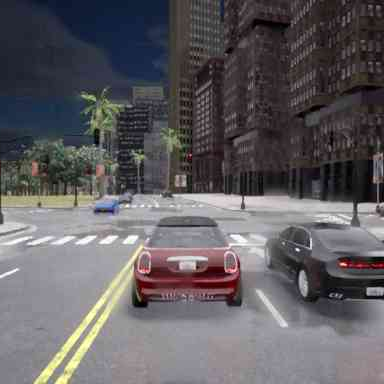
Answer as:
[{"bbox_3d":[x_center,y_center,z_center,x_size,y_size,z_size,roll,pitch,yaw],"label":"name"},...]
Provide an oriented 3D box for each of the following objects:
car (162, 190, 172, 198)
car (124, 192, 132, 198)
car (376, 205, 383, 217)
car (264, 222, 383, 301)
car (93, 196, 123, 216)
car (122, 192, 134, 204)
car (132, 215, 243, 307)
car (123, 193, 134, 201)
[{"bbox_3d":[-6.379,0.472,84.708,2.150,2.045,5.566,0,1,-13],"label":"car"},{"bbox_3d":[-16.012,0.775,83.100,1.994,1.385,4.181,0,1,-13],"label":"car"},{"bbox_3d":[17.468,1.286,26.815,4.553,1.767,2.097,0,0,13],"label":"car"},{"bbox_3d":[3.162,1.502,8.278,1.837,1.490,4.892,0,0,-1],"label":"car"},{"bbox_3d":[-8.190,1.386,32.104,1.882,1.535,5.008,0,0,-5],"label":"car"},{"bbox_3d":[-10.632,1.212,53.047,1.994,1.385,4.181,0,1,-9],"label":"car"},{"bbox_3d":[-0.127,1.349,8.122,2.097,1.767,4.553,0,0,-1],"label":"car"},{"bbox_3d":[-12.890,0.970,67.691,2.128,1.511,4.902,0,1,-10],"label":"car"}]
